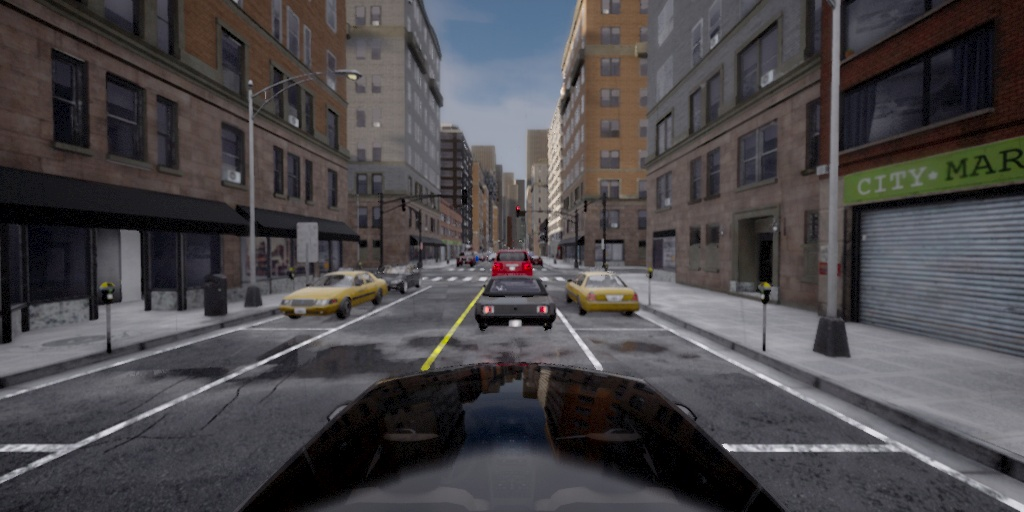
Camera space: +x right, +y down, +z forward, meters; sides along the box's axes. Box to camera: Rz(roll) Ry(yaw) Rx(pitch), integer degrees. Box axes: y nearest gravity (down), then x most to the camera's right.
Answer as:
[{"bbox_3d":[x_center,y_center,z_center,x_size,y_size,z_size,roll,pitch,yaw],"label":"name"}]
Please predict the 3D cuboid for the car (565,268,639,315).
[{"bbox_3d":[2.866,1.097,12.335,1.751,1.417,4.829,0,0,0],"label":"car"}]

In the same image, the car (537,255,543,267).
[{"bbox_3d":[2.892,0.578,44.460,1.888,1.381,4.507,0,0,0],"label":"car"}]

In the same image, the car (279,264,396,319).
[{"bbox_3d":[-5.660,1.097,12.003,1.751,1.417,4.829,0,0,0],"label":"car"}]

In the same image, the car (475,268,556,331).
[{"bbox_3d":[0.089,1.204,10.335,1.895,1.301,4.718,0,1,0],"label":"car"}]

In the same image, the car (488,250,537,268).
[{"bbox_3d":[0.016,0.656,20.328,2.150,2.045,5.566,0,1,0],"label":"car"}]

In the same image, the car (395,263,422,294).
[{"bbox_3d":[-5.655,1.029,17.697,2.007,1.370,4.403,0,0,0],"label":"car"}]

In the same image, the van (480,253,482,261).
[{"bbox_3d":[-5.630,0.283,49.967,1.690,1.789,3.998,0,0,0],"label":"van"}]

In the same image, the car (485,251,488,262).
[{"bbox_3d":[-3.007,0.296,60.326,1.812,1.442,4.674,0,1,1],"label":"car"}]

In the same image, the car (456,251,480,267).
[{"bbox_3d":[-5.634,0.347,44.467,2.192,1.841,5.009,0,0,0],"label":"car"}]

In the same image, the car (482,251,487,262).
[{"bbox_3d":[-5.621,0.200,60.969,1.967,1.591,4.097,0,0,0],"label":"car"}]
